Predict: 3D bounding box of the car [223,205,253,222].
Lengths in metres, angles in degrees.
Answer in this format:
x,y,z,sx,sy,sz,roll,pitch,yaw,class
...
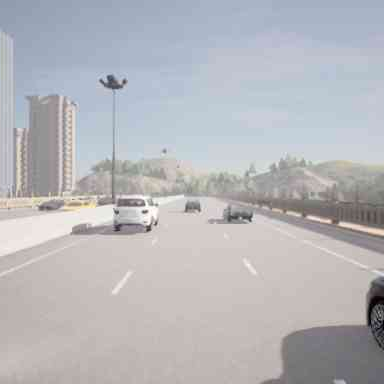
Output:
x,y,z,sx,sy,sz,roll,pitch,yaw,class
3.607,1.667,26.934,1.895,1.301,4.718,0,0,0,car

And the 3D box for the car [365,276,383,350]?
x,y,z,sx,sy,sz,roll,pitch,yaw,class
3.601,1.500,3.225,2.128,1.511,4.902,0,0,0,car

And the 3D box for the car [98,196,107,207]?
x,y,z,sx,sy,sz,roll,pitch,yaw,class
-14.010,1.488,55.122,2.097,1.767,4.553,0,0,1,car

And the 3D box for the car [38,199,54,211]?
x,y,z,sx,sy,sz,roll,pitch,yaw,class
-17.580,1.653,42.425,2.033,1.411,5.357,0,0,0,car

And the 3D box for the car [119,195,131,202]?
x,y,z,sx,sy,sz,roll,pitch,yaw,class
-16.790,1.657,83.721,1.882,1.535,5.008,0,0,2,car

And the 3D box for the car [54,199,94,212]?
x,y,z,sx,sy,sz,roll,pitch,yaw,class
-10.587,1.554,30.777,1.882,1.535,5.008,0,0,0,car

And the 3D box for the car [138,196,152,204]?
x,y,z,sx,sy,sz,roll,pitch,yaw,class
-10.134,1.702,71.792,2.128,1.511,4.902,0,0,2,car

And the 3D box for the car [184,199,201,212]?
x,y,z,sx,sy,sz,roll,pitch,yaw,class
0.109,1.592,40.782,2.128,1.511,4.902,0,0,0,car

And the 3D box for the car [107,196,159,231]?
x,y,z,sx,sy,sz,roll,pitch,yaw,class
-3.396,1.273,20.911,2.150,2.045,5.566,0,0,0,car
